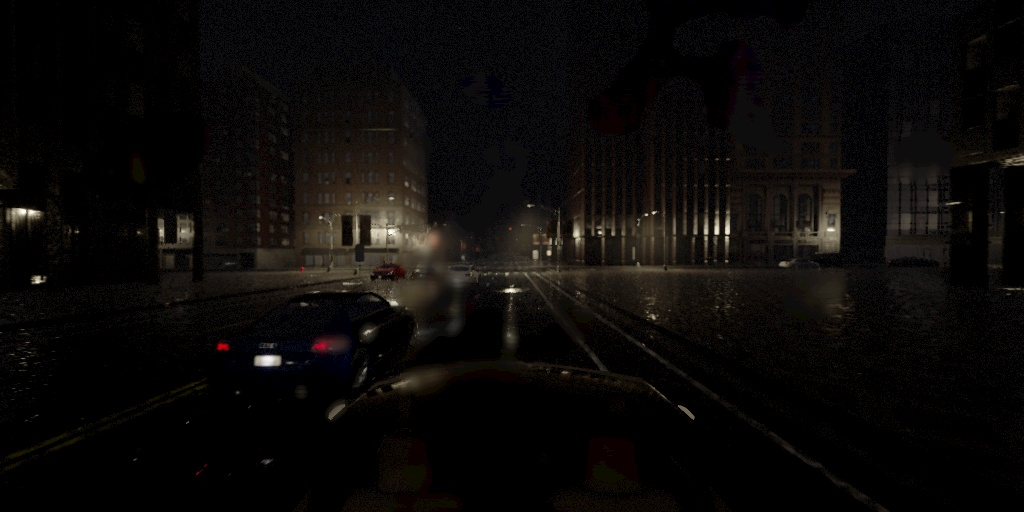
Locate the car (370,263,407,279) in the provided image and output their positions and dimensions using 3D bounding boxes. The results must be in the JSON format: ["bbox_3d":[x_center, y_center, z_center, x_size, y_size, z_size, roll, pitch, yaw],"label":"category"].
[{"bbox_3d":[-9.907,1.307,29.205,1.812,1.442,4.674,0,0,0],"label":"car"}]

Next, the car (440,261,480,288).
[{"bbox_3d":[-3.210,1.288,23.640,1.812,1.442,4.674,0,0,0],"label":"car"}]

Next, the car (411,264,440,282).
[{"bbox_3d":[-6.657,1.338,28.809,1.994,1.385,4.181,0,0,0],"label":"car"}]

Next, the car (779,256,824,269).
[{"bbox_3d":[38.476,1.084,48.122,4.674,1.442,1.812,0,1,0],"label":"car"}]

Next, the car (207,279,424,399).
[{"bbox_3d":[-3.159,1.320,6.635,1.994,1.385,4.181,0,0,0],"label":"car"}]
